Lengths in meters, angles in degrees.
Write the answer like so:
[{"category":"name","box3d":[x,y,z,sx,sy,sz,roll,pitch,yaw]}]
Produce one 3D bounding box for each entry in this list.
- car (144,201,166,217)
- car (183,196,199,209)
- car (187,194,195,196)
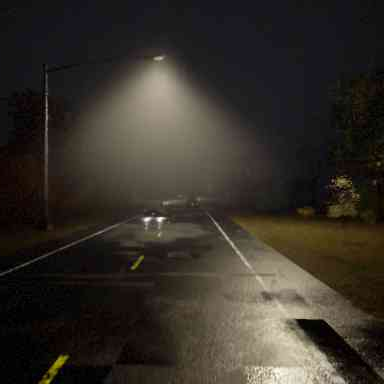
[{"category":"car","box3d":[-3.590,1.644,33.234,2.033,1.411,5.357,0,0,0]},{"category":"car","box3d":[0.055,1.706,48.503,1.994,1.385,4.181,0,0,0]},{"category":"car","box3d":[-0.145,1.433,71.250,2.150,2.045,5.566,0,0,0]}]
